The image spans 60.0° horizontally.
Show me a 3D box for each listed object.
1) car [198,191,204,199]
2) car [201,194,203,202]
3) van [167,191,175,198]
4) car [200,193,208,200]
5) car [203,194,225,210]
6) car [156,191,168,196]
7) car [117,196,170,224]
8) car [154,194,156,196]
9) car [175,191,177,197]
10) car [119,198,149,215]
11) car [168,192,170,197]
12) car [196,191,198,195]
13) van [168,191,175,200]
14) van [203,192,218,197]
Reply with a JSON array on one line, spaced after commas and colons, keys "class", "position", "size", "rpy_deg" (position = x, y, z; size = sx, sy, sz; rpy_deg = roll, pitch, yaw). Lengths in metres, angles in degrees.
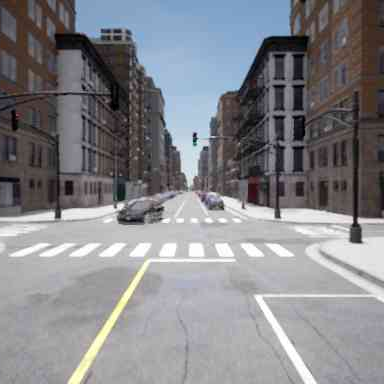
[{"class": "car", "position": [2.653, 0.852, 58.497], "size": [2.192, 1.841, 5.009], "rpy_deg": [0, 0, 0]}, {"class": "car", "position": [2.649, 1.204, 47.687], "size": [1.802, 1.307, 4.206], "rpy_deg": [0, 0, 0]}, {"class": "van", "position": [-5.429, 0.667, 85.528], "size": [1.690, 1.788, 3.998], "rpy_deg": [0, 0, 0]}, {"class": "car", "position": [2.659, 0.934, 74.886], "size": [1.752, 1.417, 4.829], "rpy_deg": [0, 0, 0]}, {"class": "car", "position": [2.645, 1.259, 36.875], "size": [2.008, 1.369, 4.403], "rpy_deg": [0, 0, 0]}, {"class": "car", "position": [-5.403, 1.021, 53.092], "size": [1.967, 1.590, 4.097], "rpy_deg": [0, 0, 0]}, {"class": "car", "position": [-3.344, 1.337, 23.003], "size": [1.882, 1.535, 5.008], "rpy_deg": [0, 1, 14]}, {"class": "car", "position": [-5.390, 1.235, 36.705], "size": [1.752, 1.417, 4.829], "rpy_deg": [0, 0, 0]}, {"class": "car", "position": [-5.425, 0.683, 80.121], "size": [2.192, 1.841, 5.009], "rpy_deg": [0, 0, 0]}, {"class": "car", "position": [-5.385, 1.302, 31.469], "size": [2.008, 1.369, 4.403], "rpy_deg": [0, 0, 0]}, {"class": "car", "position": [-5.407, 1.065, 58.329], "size": [1.752, 1.417, 4.829], "rpy_deg": [0, 0, 0]}, {"class": "car", "position": [2.665, 0.827, 90.936], "size": [1.887, 1.381, 4.507], "rpy_deg": [0, 0, 0]}, {"class": "van", "position": [-5.420, 0.752, 74.715], "size": [1.690, 1.788, 3.998], "rpy_deg": [0, 0, 0]}, {"class": "van", "position": [2.647, 1.006, 42.279], "size": [1.690, 1.788, 3.998], "rpy_deg": [0, 0, 0]}]
